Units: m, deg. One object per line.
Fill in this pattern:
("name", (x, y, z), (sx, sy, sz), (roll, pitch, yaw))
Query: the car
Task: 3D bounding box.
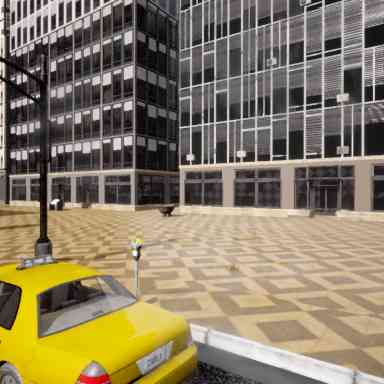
("car", (-2.218, 1.525, 4.472), (4.829, 1.417, 1.752), (0, 0, 36))
